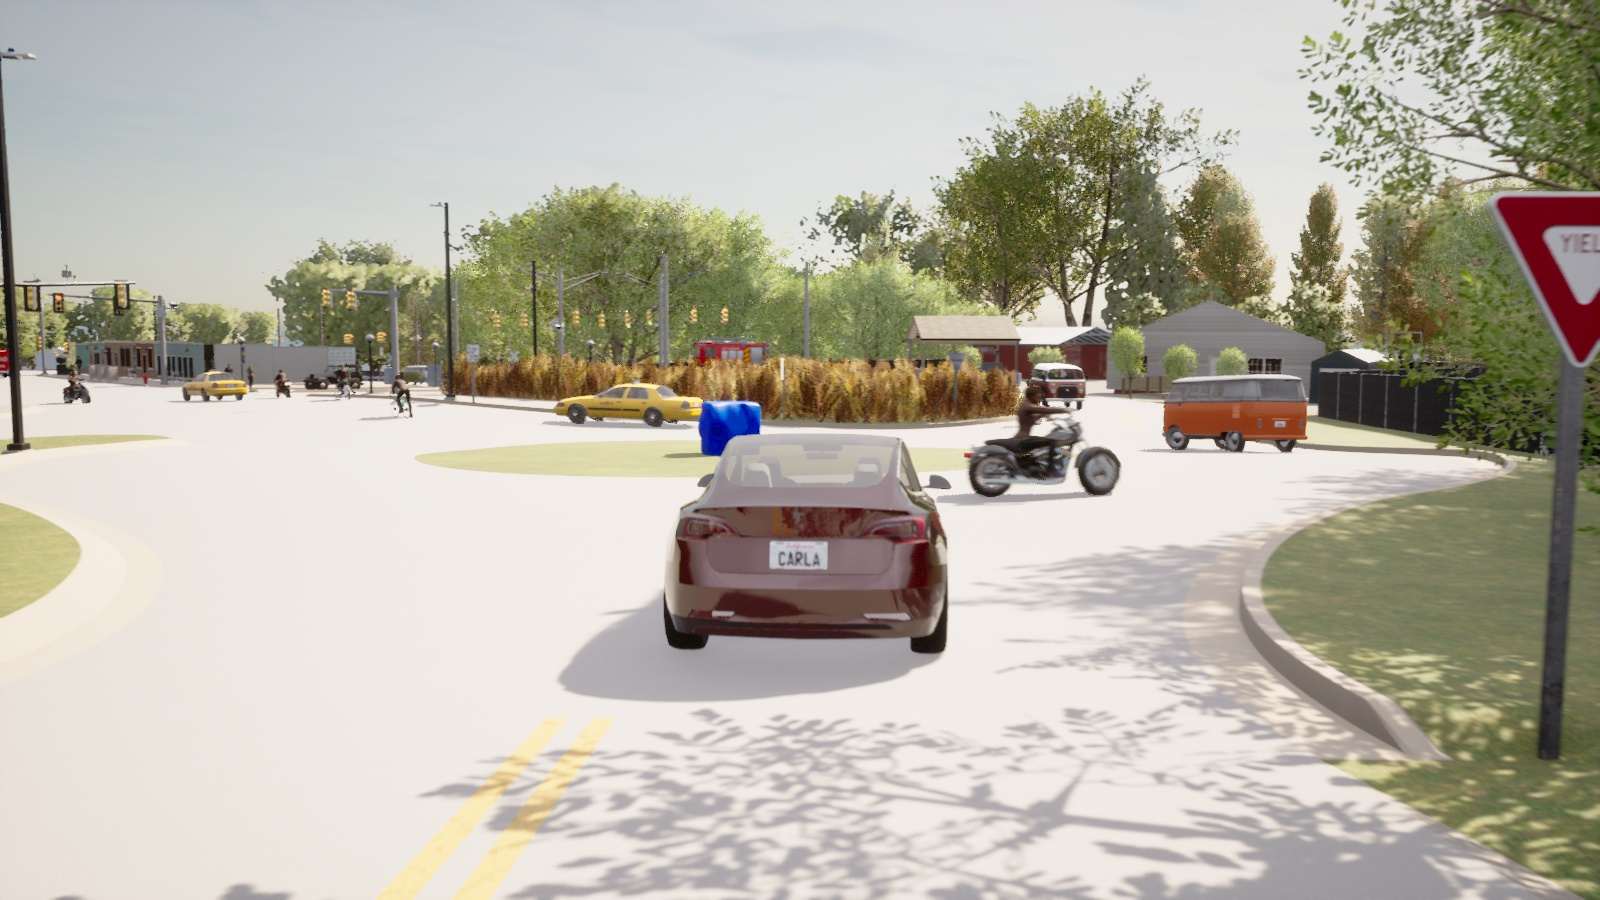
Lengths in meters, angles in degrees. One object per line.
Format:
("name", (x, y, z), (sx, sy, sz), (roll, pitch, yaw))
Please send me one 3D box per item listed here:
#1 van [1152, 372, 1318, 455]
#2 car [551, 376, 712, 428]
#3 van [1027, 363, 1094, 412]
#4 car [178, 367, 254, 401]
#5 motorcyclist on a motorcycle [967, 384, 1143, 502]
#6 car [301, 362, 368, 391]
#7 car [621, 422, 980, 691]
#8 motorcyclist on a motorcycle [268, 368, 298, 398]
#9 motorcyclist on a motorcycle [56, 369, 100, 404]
("van", (11.172, -0.934, 32.610), (1.775, 1.987, 4.442), (0, 2, -17))
("car", (-5.935, -1.719, 44.297), (5.366, 1.575, 1.801), (3, 6, 17))
("van", (11.665, -2.856, 56.562), (2.069, 2.038, 4.480), (0, 5, 0))
("car", (-29.121, -3.299, 62.516), (1.801, 1.575, 5.366), (-5, 6, -42))
("motorcyclist on a motorcycle", (3.661, -0.115, 18.106), (2.350, 1.649, 0.766), (0, 3, -7))
("car", (-31.690, -5.020, 85.583), (1.905, 1.878, 3.866), (5, 5, 43))
("car", (0.161, 0.586, 9.982), (2.163, 1.488, 4.792), (0, 3, 4))
("motorcyclist on a motorcycle", (-27.058, -3.522, 65.708), (0.797, 1.523, 2.044), (-5, 5, -41))
("motorcyclist on a motorcycle", (-35.275, -3.107, 61.383), (2.350, 1.649, 0.766), (2, 6, 33))
